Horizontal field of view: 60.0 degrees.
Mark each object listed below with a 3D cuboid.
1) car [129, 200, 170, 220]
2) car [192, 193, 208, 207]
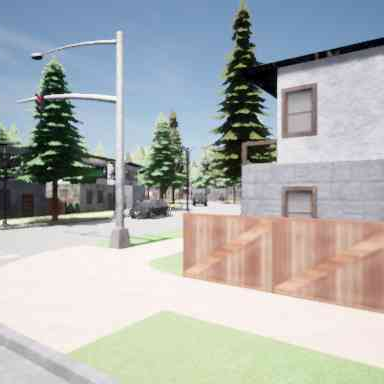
[{"bbox_3d":[-3.519,1.488,28.465,1.837,1.490,4.892,0,0,21],"label":"car"},{"bbox_3d":[1.248,1.211,52.354,2.150,2.045,5.566,0,0,0],"label":"car"}]
